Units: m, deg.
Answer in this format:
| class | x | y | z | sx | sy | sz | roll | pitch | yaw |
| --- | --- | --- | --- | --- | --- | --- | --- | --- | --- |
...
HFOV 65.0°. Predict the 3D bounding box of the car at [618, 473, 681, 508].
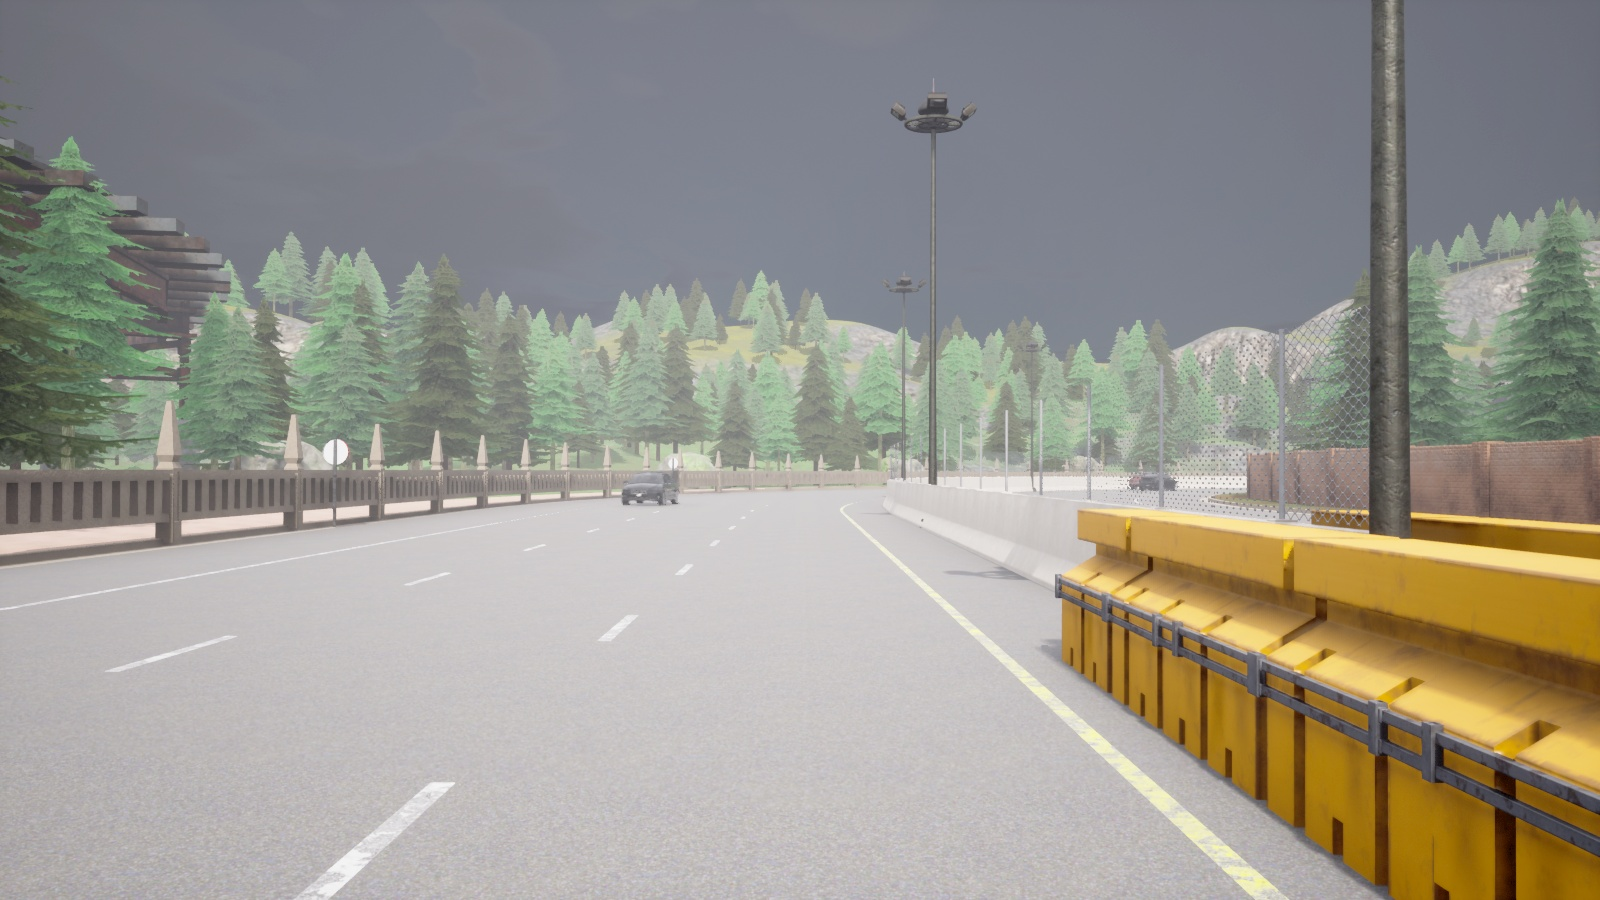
| class | x | y | z | sx | sy | sz | roll | pitch | yaw |
| --- | --- | --- | --- | --- | --- | --- | --- | --- | --- |
| car | -6.704 | 1.789 | 56.328 | 1.837 | 1.490 | 4.892 | 0 | -1 | 5 |
